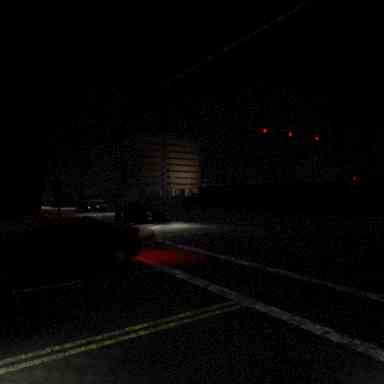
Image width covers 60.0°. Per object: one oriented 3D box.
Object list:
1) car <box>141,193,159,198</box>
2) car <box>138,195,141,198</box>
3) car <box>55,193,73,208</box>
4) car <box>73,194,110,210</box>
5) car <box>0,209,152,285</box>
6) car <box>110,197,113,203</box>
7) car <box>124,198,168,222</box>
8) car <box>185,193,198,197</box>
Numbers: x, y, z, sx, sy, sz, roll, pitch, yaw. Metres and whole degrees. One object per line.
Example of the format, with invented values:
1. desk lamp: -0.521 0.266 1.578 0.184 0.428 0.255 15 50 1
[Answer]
1. car: -9.782 1.156 81.499 3.866 1.878 1.905 0 0 -34
2. car: -11.359 1.153 83.926 4.605 1.855 1.932 0 0 -34
3. car: -19.079 1.223 49.939 2.150 2.045 5.566 0 0 -32
4. car: -11.655 1.220 38.257 2.150 2.045 5.566 0 0 -33
5. car: -3.882 1.478 9.580 5.008 1.535 1.882 0 1 -37
6. car: -17.213 1.527 66.789 1.812 1.442 4.674 0 -1 -33
7. car: -3.661 1.478 25.763 1.882 1.535 5.008 0 0 -33
8. car: 1.246 1.156 65.267 3.866 1.878 1.905 0 0 -34
